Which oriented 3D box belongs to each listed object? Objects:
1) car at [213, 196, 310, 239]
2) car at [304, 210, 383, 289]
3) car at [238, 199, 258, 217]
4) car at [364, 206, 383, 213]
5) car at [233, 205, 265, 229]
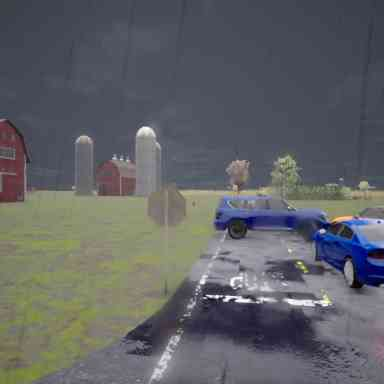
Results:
[{"bbox_3d":[3.845,1.219,16.441,5.566,2.045,2.150,0,0,10],"label":"car"},{"bbox_3d":[4.737,1.480,9.113,1.882,1.535,5.008,0,0,5],"label":"car"},{"bbox_3d":[5.528,1.502,32.991,1.837,1.490,4.892,0,0,9],"label":"car"},{"bbox_3d":[8.141,1.369,14.261,2.097,1.767,4.553,0,0,-27],"label":"car"},{"bbox_3d":[3.863,1.601,22.685,1.895,1.301,4.718,0,0,9],"label":"car"}]
